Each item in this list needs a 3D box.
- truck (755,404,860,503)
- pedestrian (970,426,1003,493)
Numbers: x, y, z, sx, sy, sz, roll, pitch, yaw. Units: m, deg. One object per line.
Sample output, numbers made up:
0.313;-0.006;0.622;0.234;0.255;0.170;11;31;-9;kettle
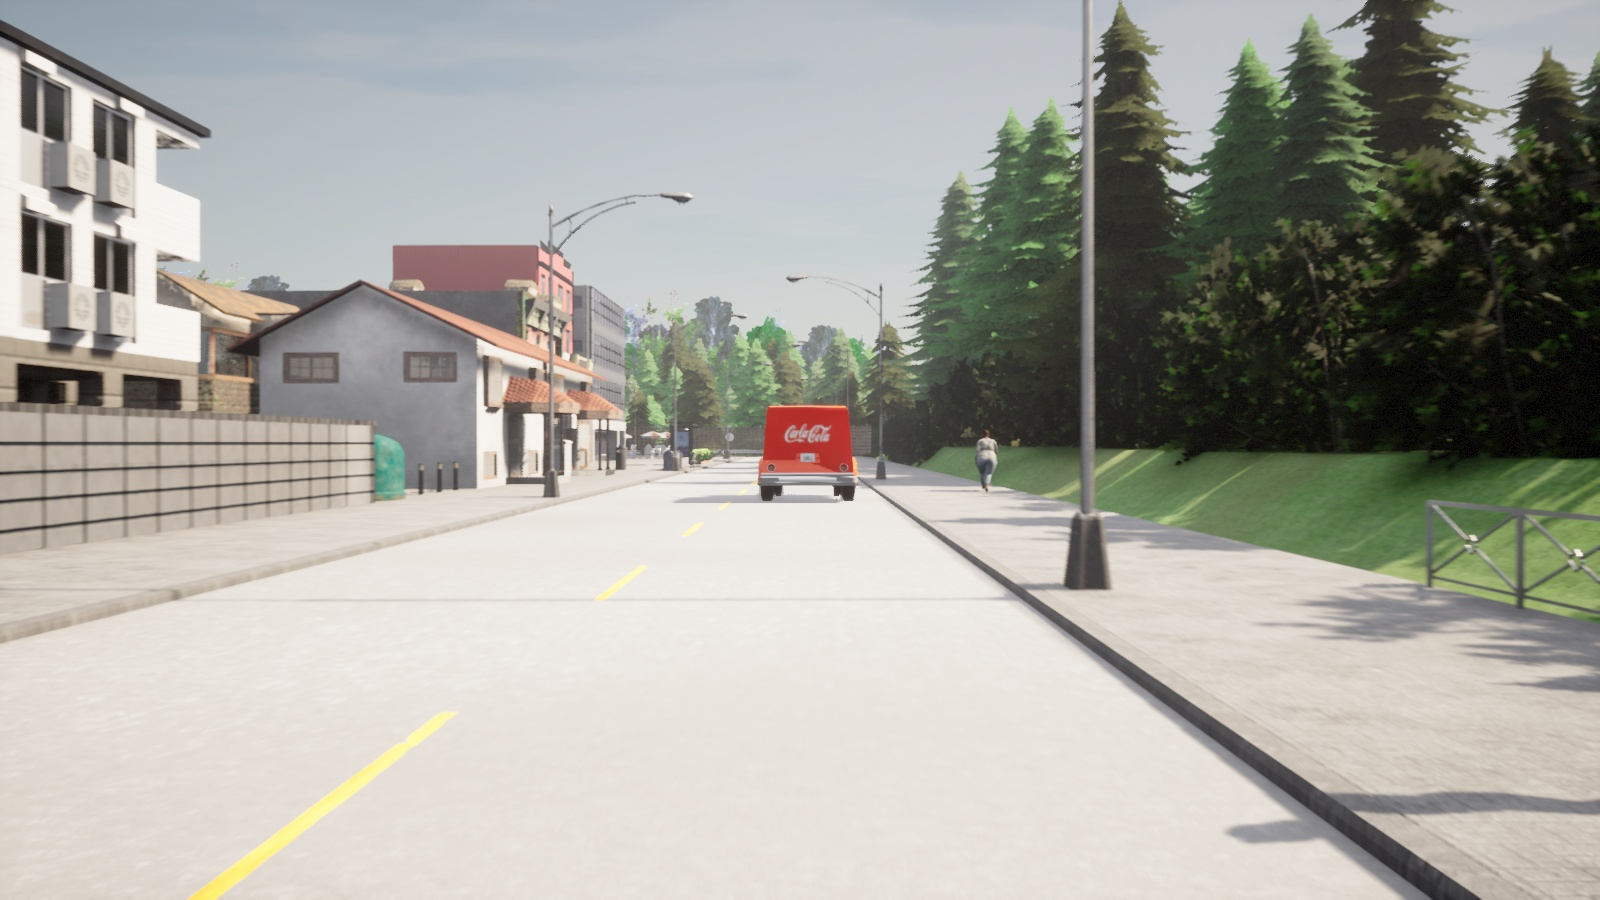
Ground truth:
0.210;0.070;34.136;2.627;2.467;5.204;0;0;0;truck
5.279;0.262;35.622;0.874;1.855;0.900;0;0;6;pedestrian
